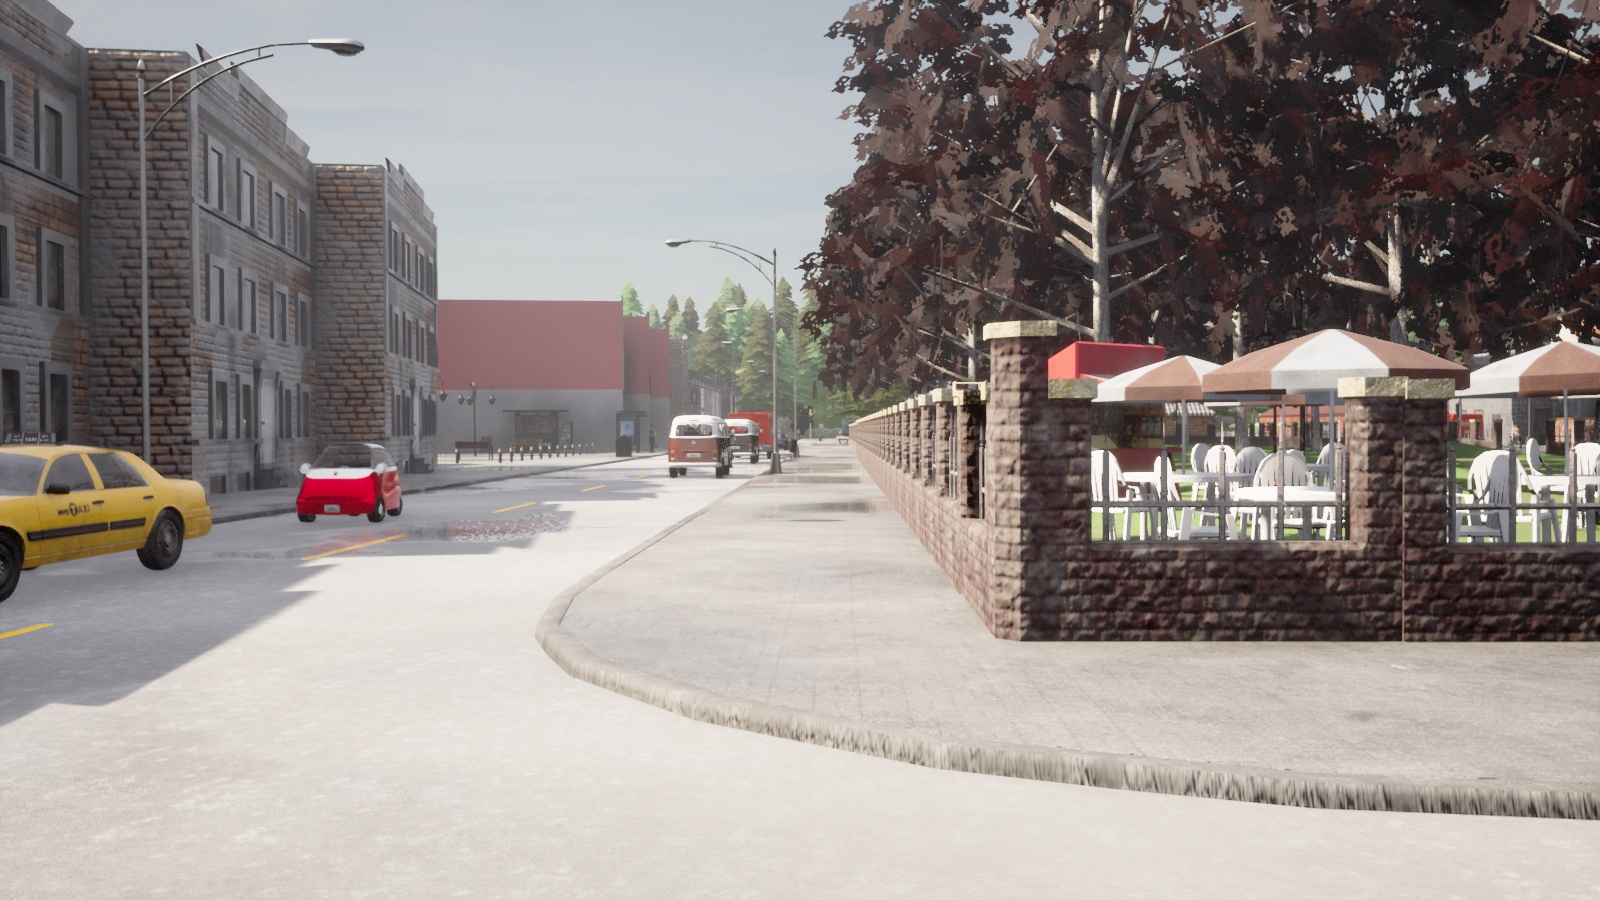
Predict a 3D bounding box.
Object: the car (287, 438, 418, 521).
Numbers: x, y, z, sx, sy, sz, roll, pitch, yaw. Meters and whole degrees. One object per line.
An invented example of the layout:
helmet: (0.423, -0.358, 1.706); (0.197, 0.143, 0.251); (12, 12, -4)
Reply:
car: (-7.871, 0.490, 22.231); (1.481, 1.376, 2.207); (0, 1, 2)

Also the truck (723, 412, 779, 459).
truck: (-2.578, -0.799, 67.839); (2.627, 2.467, 5.204); (0, 1, 2)

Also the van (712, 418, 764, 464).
van: (-2.850, -0.434, 58.503); (2.069, 2.038, 4.480); (0, 1, 2)

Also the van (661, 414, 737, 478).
van: (-3.315, -0.160, 42.013); (2.069, 2.038, 4.480); (0, 1, 2)

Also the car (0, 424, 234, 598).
car: (-8.124, 0.524, 13.202); (1.801, 1.575, 5.366); (0, 1, 2)

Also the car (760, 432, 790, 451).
car: (-1.834, -0.679, 93.784); (1.994, 1.385, 4.181); (0, 1, 2)
